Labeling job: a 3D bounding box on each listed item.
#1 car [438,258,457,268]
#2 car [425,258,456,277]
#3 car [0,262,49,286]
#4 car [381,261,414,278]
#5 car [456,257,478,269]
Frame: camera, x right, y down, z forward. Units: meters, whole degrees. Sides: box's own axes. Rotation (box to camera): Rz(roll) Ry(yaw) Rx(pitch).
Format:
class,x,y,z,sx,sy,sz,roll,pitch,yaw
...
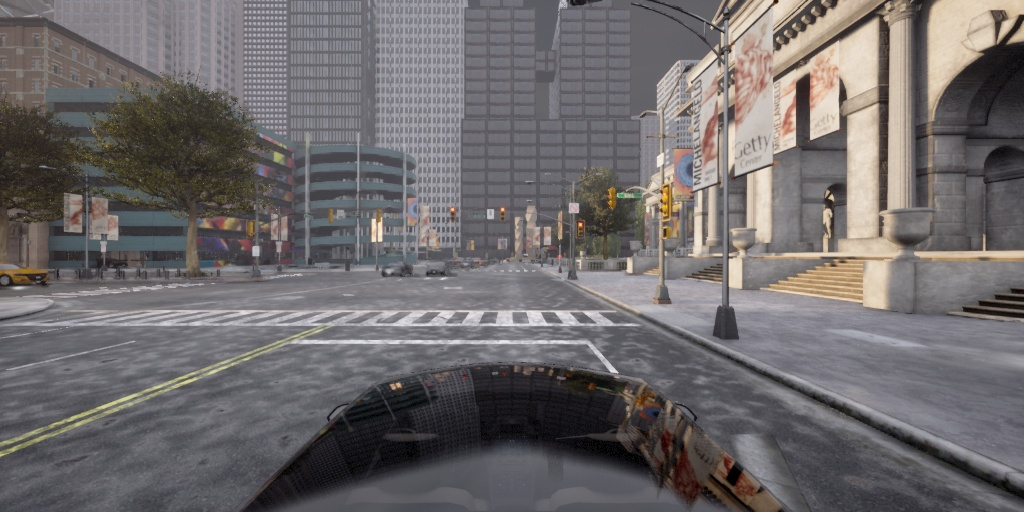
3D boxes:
class,x,y,z,sx,sy,sz,roll,pitch,yaw
car,-10.497,1.167,58.787,2.128,1.511,4.902,0,0,0
car,-7.044,1.210,34.823,1.837,1.490,4.892,0,0,0
car,-34.048,1.150,23.824,5.008,1.535,1.882,0,0,-1
car,-10.545,1.193,33.274,2.128,1.511,4.902,0,0,0
car,-7.003,1.176,56.423,2.128,1.511,4.902,0,0,0
